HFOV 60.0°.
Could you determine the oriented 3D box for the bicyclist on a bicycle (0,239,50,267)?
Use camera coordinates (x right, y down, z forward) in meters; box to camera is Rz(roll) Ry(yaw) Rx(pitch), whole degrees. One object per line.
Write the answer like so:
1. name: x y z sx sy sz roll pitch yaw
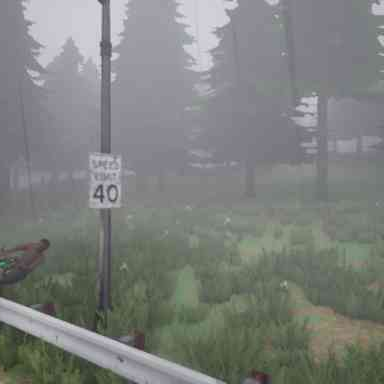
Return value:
1. bicyclist on a bicycle: -3.236 1.356 5.753 1.620 0.582 1.656 -32 -16 -28
